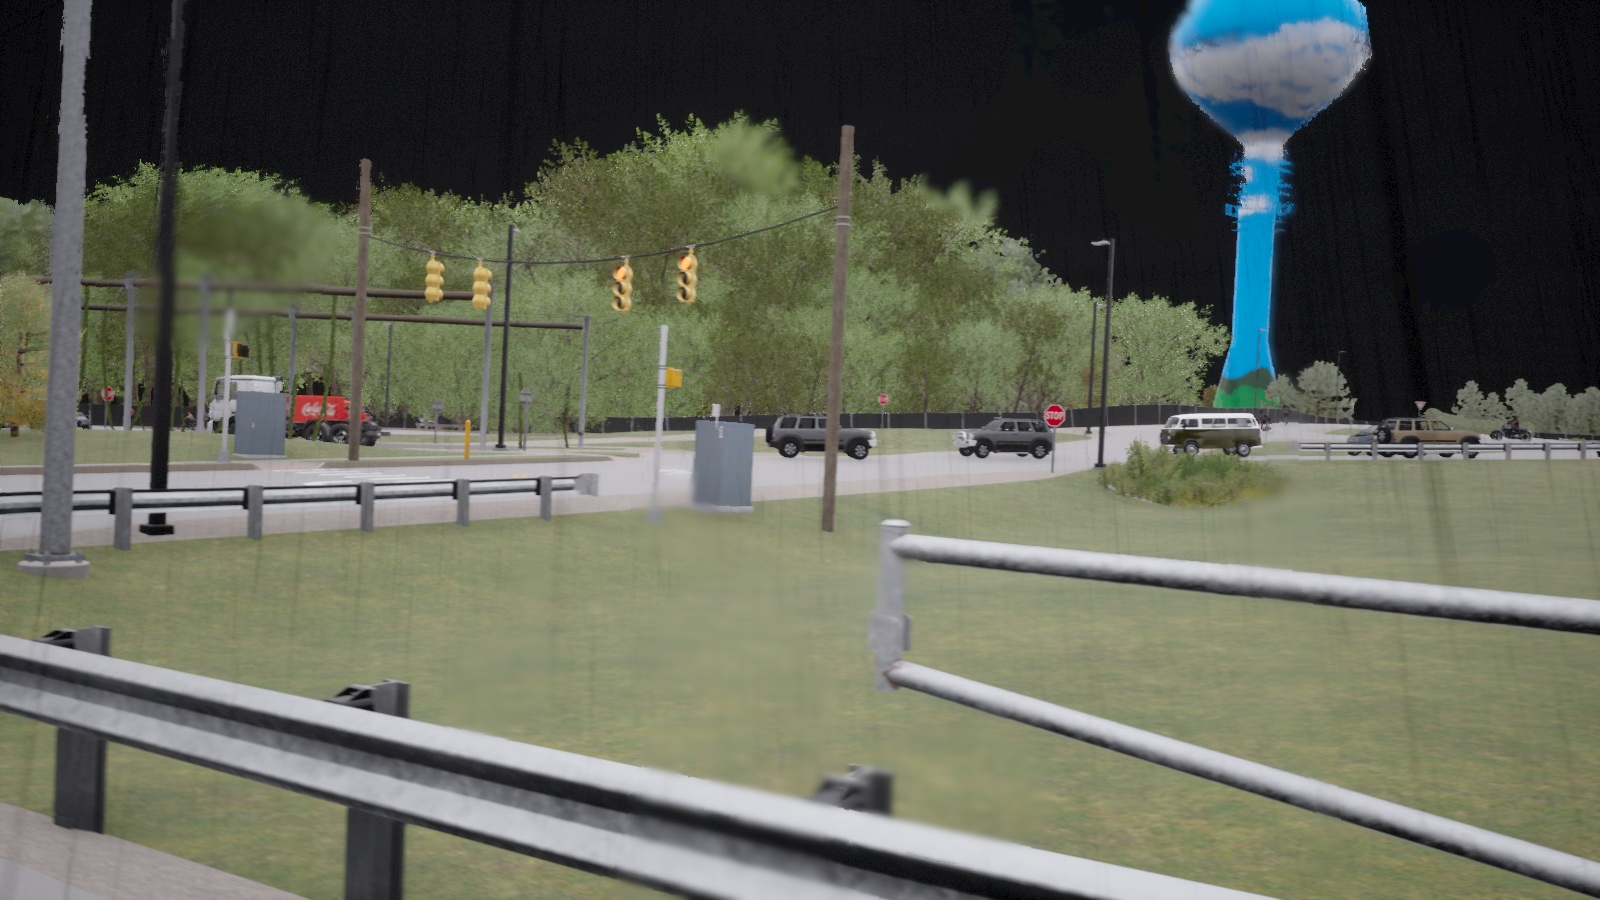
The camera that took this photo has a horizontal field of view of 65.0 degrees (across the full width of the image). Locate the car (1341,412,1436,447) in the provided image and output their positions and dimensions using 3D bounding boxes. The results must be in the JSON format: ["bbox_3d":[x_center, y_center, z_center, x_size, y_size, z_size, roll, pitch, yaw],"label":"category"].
[{"bbox_3d":[27.845,-0.973,59.445,3.705,1.549,1.789,-1,1,-10],"label":"car"}]

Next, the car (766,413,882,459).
[{"bbox_3d":[0.964,-0.580,51.925,4.605,1.855,1.932,0,1,-5],"label":"car"}]

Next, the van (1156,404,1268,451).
[{"bbox_3d":[19.166,-1.042,58.525,4.480,2.038,2.069,-1,1,-4],"label":"van"}]

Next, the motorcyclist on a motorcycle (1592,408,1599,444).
[{"bbox_3d":[38.199,-1.139,58.973,2.350,1.649,0.766,-1,2,-32],"label":"motorcyclist on a motorcycle"}]

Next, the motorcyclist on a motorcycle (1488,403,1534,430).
[{"bbox_3d":[44.240,-2.104,78.130,0.766,1.649,2.350,-4,5,-44],"label":"motorcyclist on a motorcycle"}]

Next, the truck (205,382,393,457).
[{"bbox_3d":[-23.872,-1.427,60.009,7.936,3.462,2.891,0,0,7],"label":"truck"}]

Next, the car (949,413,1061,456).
[{"bbox_3d":[9.320,-0.727,57.187,4.605,1.855,1.932,-1,3,-18],"label":"car"}]

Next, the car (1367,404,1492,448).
[{"bbox_3d":[27.746,-1.057,55.404,4.605,1.855,1.932,-1,1,-7],"label":"car"}]

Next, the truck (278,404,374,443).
[{"bbox_3d":[-30.774,-1.694,81.614,2.627,2.467,5.204,0,0,44],"label":"truck"}]
